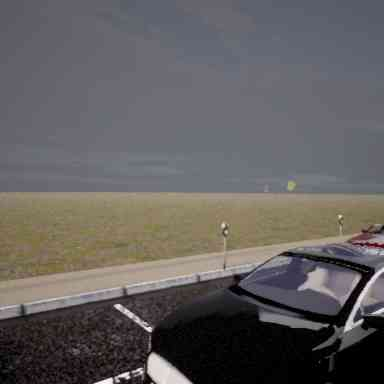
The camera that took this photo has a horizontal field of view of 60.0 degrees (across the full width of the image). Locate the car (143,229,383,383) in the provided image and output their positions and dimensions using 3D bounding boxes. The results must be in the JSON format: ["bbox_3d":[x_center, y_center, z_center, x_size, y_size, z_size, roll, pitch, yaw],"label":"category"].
[{"bbox_3d":[1.750,1.498,4.186,4.902,1.511,2.128,0,0,-35],"label":"car"}]

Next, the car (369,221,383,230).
[{"bbox_3d":[6.598,1.604,10.762,4.206,1.307,1.802,0,1,-35],"label":"car"}]
